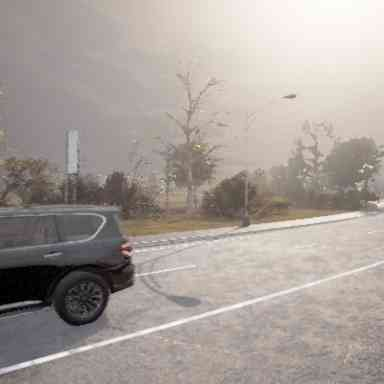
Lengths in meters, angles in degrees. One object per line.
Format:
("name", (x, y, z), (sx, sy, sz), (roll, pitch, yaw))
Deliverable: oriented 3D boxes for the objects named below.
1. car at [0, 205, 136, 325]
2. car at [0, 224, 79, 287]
("car", (-3.703, 1.275, 5.685), (5.566, 2.045, 2.150), (0, 0, -36))
("car", (-5.605, 1.681, 8.629), (4.718, 1.301, 1.895), (0, 0, -36))
